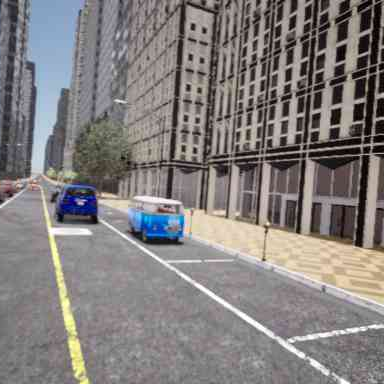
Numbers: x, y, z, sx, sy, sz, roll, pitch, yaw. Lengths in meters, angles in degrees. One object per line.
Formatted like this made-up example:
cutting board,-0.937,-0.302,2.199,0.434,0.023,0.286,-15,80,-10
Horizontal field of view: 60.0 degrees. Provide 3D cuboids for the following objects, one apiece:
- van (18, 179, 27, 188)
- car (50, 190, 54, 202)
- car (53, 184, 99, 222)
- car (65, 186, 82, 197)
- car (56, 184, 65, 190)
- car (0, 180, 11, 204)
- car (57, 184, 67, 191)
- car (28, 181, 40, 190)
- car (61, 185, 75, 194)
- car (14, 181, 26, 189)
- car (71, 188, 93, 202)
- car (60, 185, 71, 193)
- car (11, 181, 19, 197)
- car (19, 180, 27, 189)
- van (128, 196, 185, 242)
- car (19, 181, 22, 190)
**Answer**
van,-40.129,-2.062,78.802,1.690,1.788,3.998,4,0,-25
car,-13.987,0.288,35.446,2.128,1.511,4.902,4,0,-24
car,-7.116,0.603,20.452,2.150,2.045,5.566,4,1,-24
car,-18.332,-0.055,51.239,2.008,1.369,4.403,4,0,-25
car,-32.550,-1.301,82.301,1.887,1.381,4.507,4,0,-25
car,-16.430,-0.037,27.033,2.192,1.841,5.009,4,0,-25
car,-30.181,-1.072,77.124,1.947,1.339,4.313,4,0,-25
car,-30.898,-1.276,65.087,2.097,1.767,4.553,4,0,-25
car,-23.072,-0.466,61.593,2.008,1.369,4.403,4,0,-25
car,-35.406,-1.421,68.449,1.947,1.339,4.313,4,0,-25
car,-13.592,0.351,40.886,2.008,1.369,4.403,4,0,-25
car,-25.444,-0.641,66.771,1.802,1.307,4.206,4,0,-25
car,-21.170,-0.441,37.386,2.192,1.841,5.009,4,0,-25
car,-32.964,-1.248,63.118,1.752,1.417,4.829,4,0,-25
van,-1.727,1.149,15.001,1.690,1.788,3.998,4,0,-25
car,-25.929,-0.582,47.742,1.802,1.307,4.206,4,0,-25
